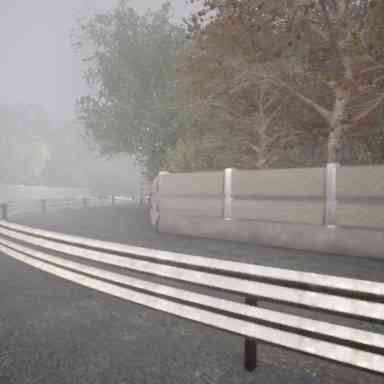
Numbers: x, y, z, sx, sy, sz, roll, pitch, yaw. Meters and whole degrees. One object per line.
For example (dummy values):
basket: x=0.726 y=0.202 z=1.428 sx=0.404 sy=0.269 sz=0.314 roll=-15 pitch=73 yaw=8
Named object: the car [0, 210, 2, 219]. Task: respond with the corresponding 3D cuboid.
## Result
car: x=-15.737 y=1.393 z=24.803 sx=1.837 sy=1.490 sz=4.892 roll=0 pitch=0 yaw=-13
